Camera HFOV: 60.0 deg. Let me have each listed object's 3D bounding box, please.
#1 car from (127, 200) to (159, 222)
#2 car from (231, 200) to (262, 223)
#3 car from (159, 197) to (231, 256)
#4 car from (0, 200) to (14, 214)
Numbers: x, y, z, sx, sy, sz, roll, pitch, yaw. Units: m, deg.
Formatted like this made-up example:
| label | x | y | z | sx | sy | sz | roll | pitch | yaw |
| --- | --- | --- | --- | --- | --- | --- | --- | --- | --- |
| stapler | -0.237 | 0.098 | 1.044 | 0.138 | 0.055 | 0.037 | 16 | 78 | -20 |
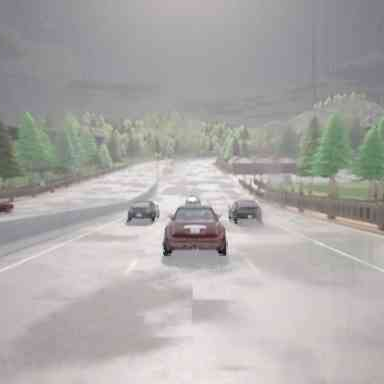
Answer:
| label | x | y | z | sx | sy | sz | roll | pitch | yaw |
| --- | --- | --- | --- | --- | --- | --- | --- | --- | --- |
| car | -3.395 | 1.313 | 23.678 | 1.812 | 1.442 | 4.674 | 0 | 0 | 0 |
| car | 3.606 | 1.294 | 23.101 | 1.837 | 1.490 | 4.892 | 0 | 0 | 0 |
| car | 0.103 | 1.237 | 12.778 | 2.097 | 1.767 | 4.553 | 0 | 1 | 0 |
| car | -17.494 | 1.340 | 28.767 | 1.895 | 1.301 | 4.718 | 0 | 1 | 0 |
